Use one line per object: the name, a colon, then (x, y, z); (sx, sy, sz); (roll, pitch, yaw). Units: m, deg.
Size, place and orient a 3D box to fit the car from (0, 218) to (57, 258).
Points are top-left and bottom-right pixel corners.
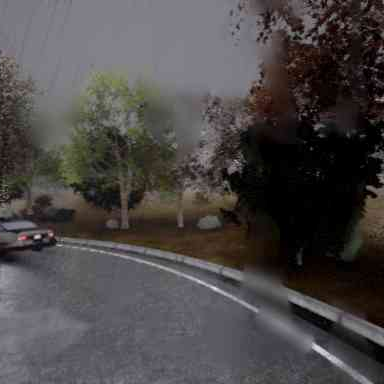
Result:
car: (-7.954, 1.769, 13.667); (5.357, 1.411, 2.033); (-1, -1, 30)
